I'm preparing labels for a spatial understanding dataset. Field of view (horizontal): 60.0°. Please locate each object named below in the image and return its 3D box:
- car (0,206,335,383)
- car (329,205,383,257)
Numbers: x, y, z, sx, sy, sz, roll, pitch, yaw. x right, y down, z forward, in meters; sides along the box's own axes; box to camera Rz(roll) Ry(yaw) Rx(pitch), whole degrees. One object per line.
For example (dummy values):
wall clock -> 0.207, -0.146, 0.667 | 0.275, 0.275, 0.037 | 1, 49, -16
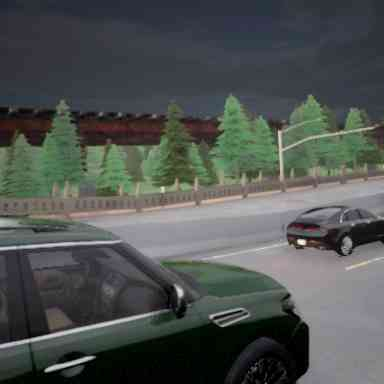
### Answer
car -> -1.404, 1.217, 2.744 | 5.566, 2.045, 2.150 | 0, 0, -36
car -> 5.424, 1.225, 11.926 | 4.892, 1.490, 1.837 | -3, 2, -36
